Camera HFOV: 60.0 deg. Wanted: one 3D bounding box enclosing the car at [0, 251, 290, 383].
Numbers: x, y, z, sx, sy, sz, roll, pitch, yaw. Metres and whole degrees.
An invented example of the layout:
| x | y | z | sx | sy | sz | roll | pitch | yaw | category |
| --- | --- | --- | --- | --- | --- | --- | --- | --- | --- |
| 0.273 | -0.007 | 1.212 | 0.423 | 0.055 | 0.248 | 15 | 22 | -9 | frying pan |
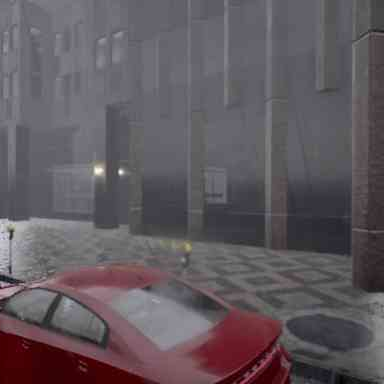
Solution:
| x | y | z | sx | sy | sz | roll | pitch | yaw | category |
| --- | --- | --- | --- | --- | --- | --- | --- | --- | --- |
| -1.180 | 1.559 | 3.912 | 4.507 | 1.381 | 1.887 | 0 | 0 | 36 | car |
